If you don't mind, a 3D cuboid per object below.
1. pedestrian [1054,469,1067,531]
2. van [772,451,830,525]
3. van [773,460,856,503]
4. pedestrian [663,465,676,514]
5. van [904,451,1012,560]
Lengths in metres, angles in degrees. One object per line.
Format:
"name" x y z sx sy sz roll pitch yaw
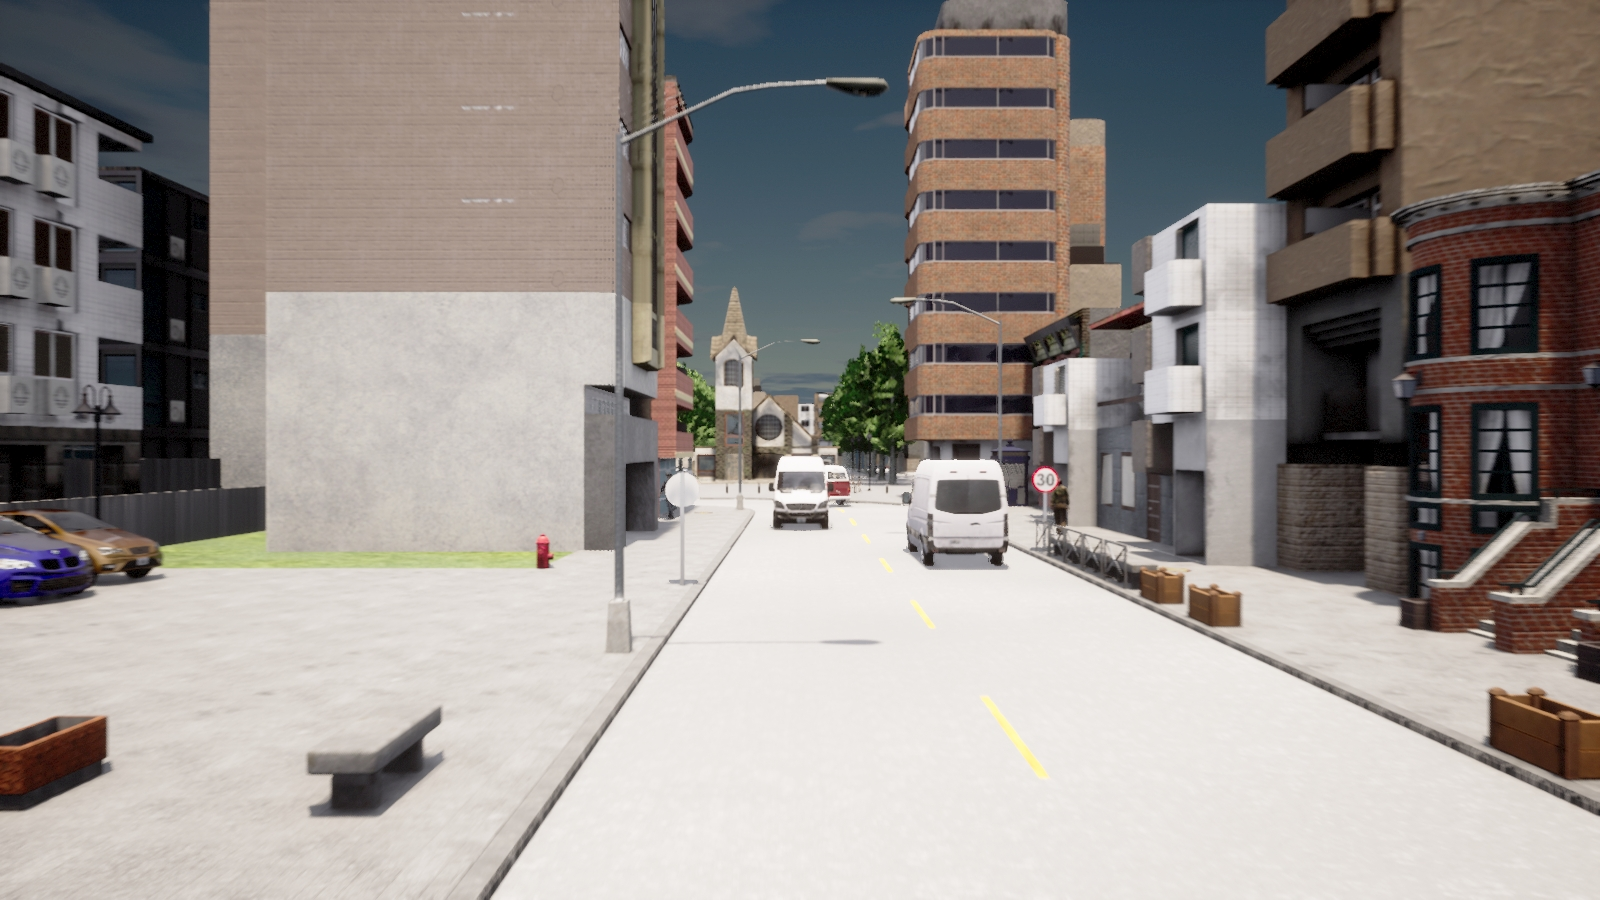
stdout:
"pedestrian" 7.933 1.523 34.829 0.375 1.860 0.375 0 0 10
"van" 0.047 1.313 42.255 1.988 2.561 5.915 0 0 0
"van" 0.691 1.566 58.245 2.069 2.038 4.480 1 0 -32
"pedestrian" -5.026 1.522 43.867 0.375 1.860 0.375 0 0 -28
"van" 3.974 1.313 29.817 1.988 2.561 5.915 0 0 0
